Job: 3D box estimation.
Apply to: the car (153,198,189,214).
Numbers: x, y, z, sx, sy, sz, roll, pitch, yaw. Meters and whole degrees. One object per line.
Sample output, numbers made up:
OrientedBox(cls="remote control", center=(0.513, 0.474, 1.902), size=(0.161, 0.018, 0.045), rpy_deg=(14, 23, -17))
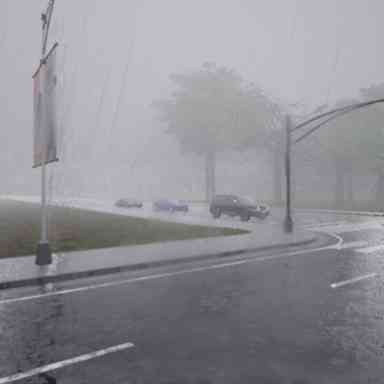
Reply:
OrientedBox(cls="car", center=(-2.272, 1.395, 35.209), size=(1.882, 1.535, 5.008), rpy_deg=(0, 0, -36))

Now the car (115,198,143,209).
OrientedBox(cls="car", center=(-8.346, 1.434, 43.562), size=(2.033, 1.411, 5.357), rpy_deg=(0, 0, -36))

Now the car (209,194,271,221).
OrientedBox(cls="car", center=(3.730, 1.174, 26.968), size=(2.150, 2.045, 5.566), rpy_deg=(0, 0, -36))
